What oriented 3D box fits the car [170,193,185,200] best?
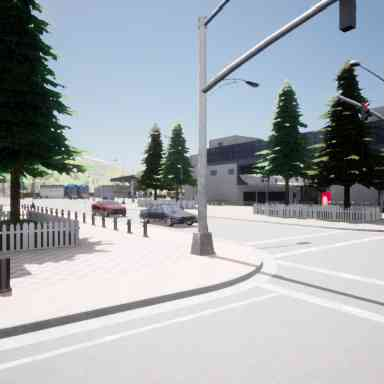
[{"bbox_3d":[-3.866,1.113,85.958,1.932,1.855,4.605,0,0,-37],"label":"car"}]

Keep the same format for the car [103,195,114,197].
[{"bbox_3d":[-18.887,1.389,75.015,1.845,1.501,3.633,0,0,-37],"label":"car"}]

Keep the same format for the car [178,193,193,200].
[{"bbox_3d":[-1.776,1.092,88.018,1.905,1.878,3.866,0,0,-37],"label":"car"}]

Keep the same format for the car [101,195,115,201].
[{"bbox_3d":[-20.905,1.400,82.753,1.970,1.475,3.806,0,0,-37],"label":"car"}]

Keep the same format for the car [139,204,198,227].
[{"bbox_3d":[-1.790,1.563,23.252,2.033,1.411,5.357,0,0,-37],"label":"car"}]

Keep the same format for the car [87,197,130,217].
[{"bbox_3d":[-7.883,1.493,31.343,1.882,1.535,5.008,0,0,-37],"label":"car"}]
